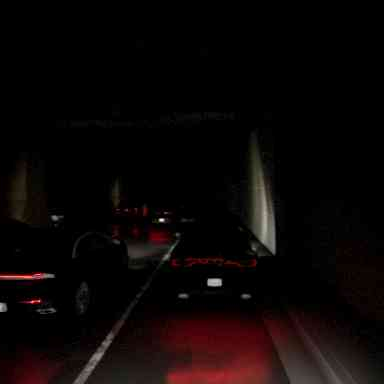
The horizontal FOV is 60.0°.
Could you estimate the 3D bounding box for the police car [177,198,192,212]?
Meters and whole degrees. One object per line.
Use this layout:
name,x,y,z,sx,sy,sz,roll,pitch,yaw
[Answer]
police car,-1.024,1.569,41.994,1.930,1.638,5.238,0,0,3

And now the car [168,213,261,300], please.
car,0.547,1.501,8.528,1.882,1.535,5.008,0,0,3

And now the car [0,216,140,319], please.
car,-2.805,1.539,7.462,2.128,1.511,4.902,0,0,3

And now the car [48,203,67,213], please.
car,-15.258,1.907,38.029,1.895,1.301,4.718,0,0,3

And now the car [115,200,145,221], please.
car,-5.142,1.489,28.920,2.097,1.767,4.553,0,0,3

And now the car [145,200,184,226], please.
car,-1.880,1.599,24.438,1.837,1.490,4.892,0,0,3

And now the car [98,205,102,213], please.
car,-11.762,1.822,37.869,1.994,1.385,4.181,0,0,3

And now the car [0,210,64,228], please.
car,-6.149,1.563,10.430,1.882,1.535,5.008,0,0,3
